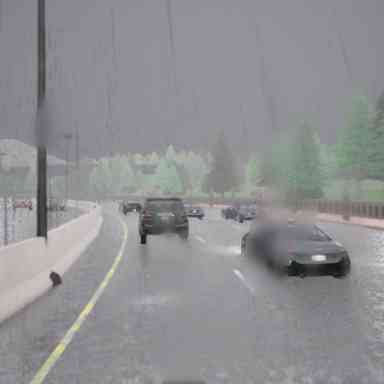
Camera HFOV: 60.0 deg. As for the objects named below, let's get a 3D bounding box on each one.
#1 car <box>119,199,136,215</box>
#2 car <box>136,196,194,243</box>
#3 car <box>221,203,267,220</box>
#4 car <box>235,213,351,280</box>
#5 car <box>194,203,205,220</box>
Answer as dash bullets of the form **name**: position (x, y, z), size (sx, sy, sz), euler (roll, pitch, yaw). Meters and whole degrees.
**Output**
- **car**: position (-6.395, 1.525, 34.405), size (1.837, 1.490, 4.892), euler (0, 0, -20)
- **car**: position (-1.525, 1.225, 16.514), size (2.150, 2.045, 5.566), euler (0, 0, -9)
- **car**: position (3.848, 1.531, 24.996), size (2.033, 1.411, 5.357), euler (0, 0, -14)
- **car**: position (2.847, 1.552, 9.982), size (1.994, 1.385, 4.181), euler (0, 0, -6)
- **car**: position (-0.491, 1.547, 27.769), size (2.033, 1.411, 5.357), euler (0, 0, -16)
